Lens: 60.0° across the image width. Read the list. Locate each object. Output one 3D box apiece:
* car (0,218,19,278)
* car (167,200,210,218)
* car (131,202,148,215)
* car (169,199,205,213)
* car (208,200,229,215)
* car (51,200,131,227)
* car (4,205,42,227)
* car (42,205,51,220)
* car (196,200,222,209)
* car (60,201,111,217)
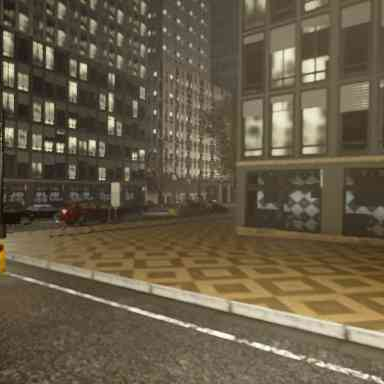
[{"bbox_3d":[-6.666,1.475,8.436,5.008,1.535,1.882,0,0,36],"label":"car"},{"bbox_3d":[-0.530,1.841,33.901,1.752,1.417,4.829,1,0,36],"label":"car"},{"bbox_3d":[-6.945,1.746,34.962,2.033,1.411,5.357,1,0,36],"label":"car"},{"bbox_3d":[-0.592,1.784,43.529,2.128,1.511,4.902,1,0,37],"label":"car"},{"bbox_3d":[2.721,1.945,38.300,1.802,1.307,4.206,1,0,36],"label":"car"},{"bbox_3d":[-7.333,1.531,24.693,2.192,1.841,5.009,1,0,36],"label":"car"},{"bbox_3d":[-12.740,1.618,21.664,2.128,1.511,4.902,0,0,26],"label":"car"},{"bbox_3d":[-12.692,1.715,27.178,1.895,1.301,4.718,1,0,37],"label":"car"},{"bbox_3d":[2.680,1.894,52.343,1.947,1.339,4.313,1,0,36],"label":"car"},{"bbox_3d":[-10.825,1.657,34.070,1.752,1.417,4.829,1,0,36],"label":"car"}]
